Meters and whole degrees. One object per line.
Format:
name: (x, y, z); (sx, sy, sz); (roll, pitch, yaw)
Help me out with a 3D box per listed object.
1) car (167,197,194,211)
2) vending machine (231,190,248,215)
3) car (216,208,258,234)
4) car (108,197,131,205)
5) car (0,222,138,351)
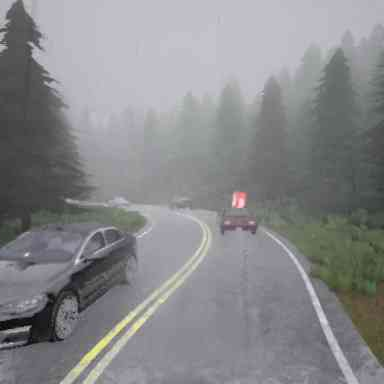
car: (-1.330, 1.269, 36.494); (1.837, 1.490, 4.892); (-1, 1, -22)
vending machine: (4.351, 0.969, 30.756); (1.100, 2.100, 0.880); (4, 4, -15)
car: (2.359, 1.520, 18.597); (1.895, 1.301, 4.718); (1, 1, 1)
car: (-9.849, 1.435, 44.815); (1.812, 1.442, 4.674); (-3, 1, -34)
car: (-2.493, 1.397, 6.476); (2.128, 1.511, 4.902); (2, 1, 9)
